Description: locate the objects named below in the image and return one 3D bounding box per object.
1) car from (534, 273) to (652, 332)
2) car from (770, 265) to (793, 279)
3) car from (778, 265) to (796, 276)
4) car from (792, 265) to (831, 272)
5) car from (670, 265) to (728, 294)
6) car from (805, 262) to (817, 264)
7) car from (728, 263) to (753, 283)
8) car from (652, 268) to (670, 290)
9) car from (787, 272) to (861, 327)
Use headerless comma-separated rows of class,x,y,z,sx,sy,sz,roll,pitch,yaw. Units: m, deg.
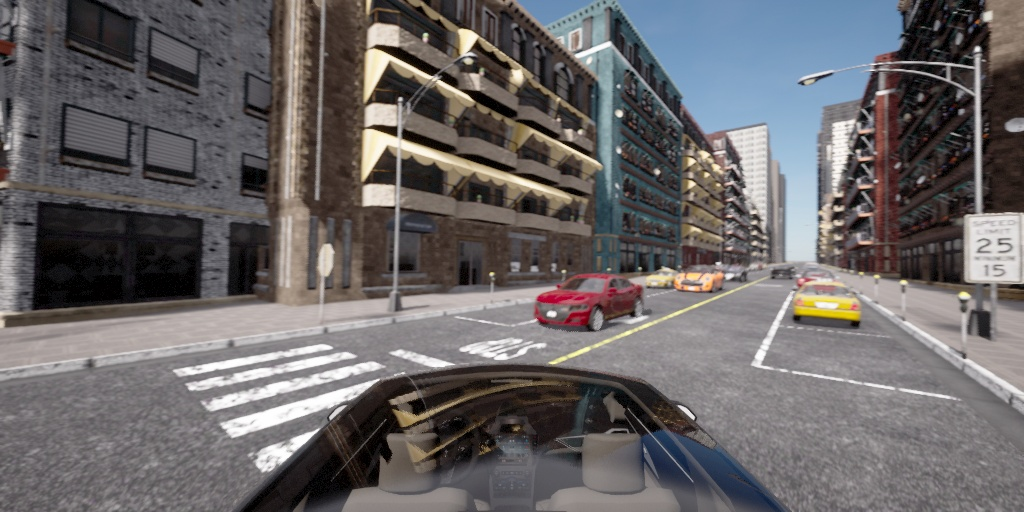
car,2.674,1.333,11.685,1.882,1.535,5.008,0,-1,39
car,30.120,1.828,39.998,1.837,1.490,4.892,0,-1,39
car,38.916,1.985,50.684,1.837,1.490,4.892,0,-1,39
car,17.720,1.505,20.850,1.967,1.591,4.097,0,0,39
car,12.208,1.386,23.256,2.097,1.767,4.553,0,-1,40
car,38.849,1.888,46.513,1.967,1.591,4.097,0,0,39
car,20.846,1.686,33.678,2.128,1.511,4.902,0,-1,40
car,11.108,1.575,26.007,1.751,1.417,4.829,0,0,39
car,10.785,1.458,12.428,1.751,1.417,4.829,0,0,39
